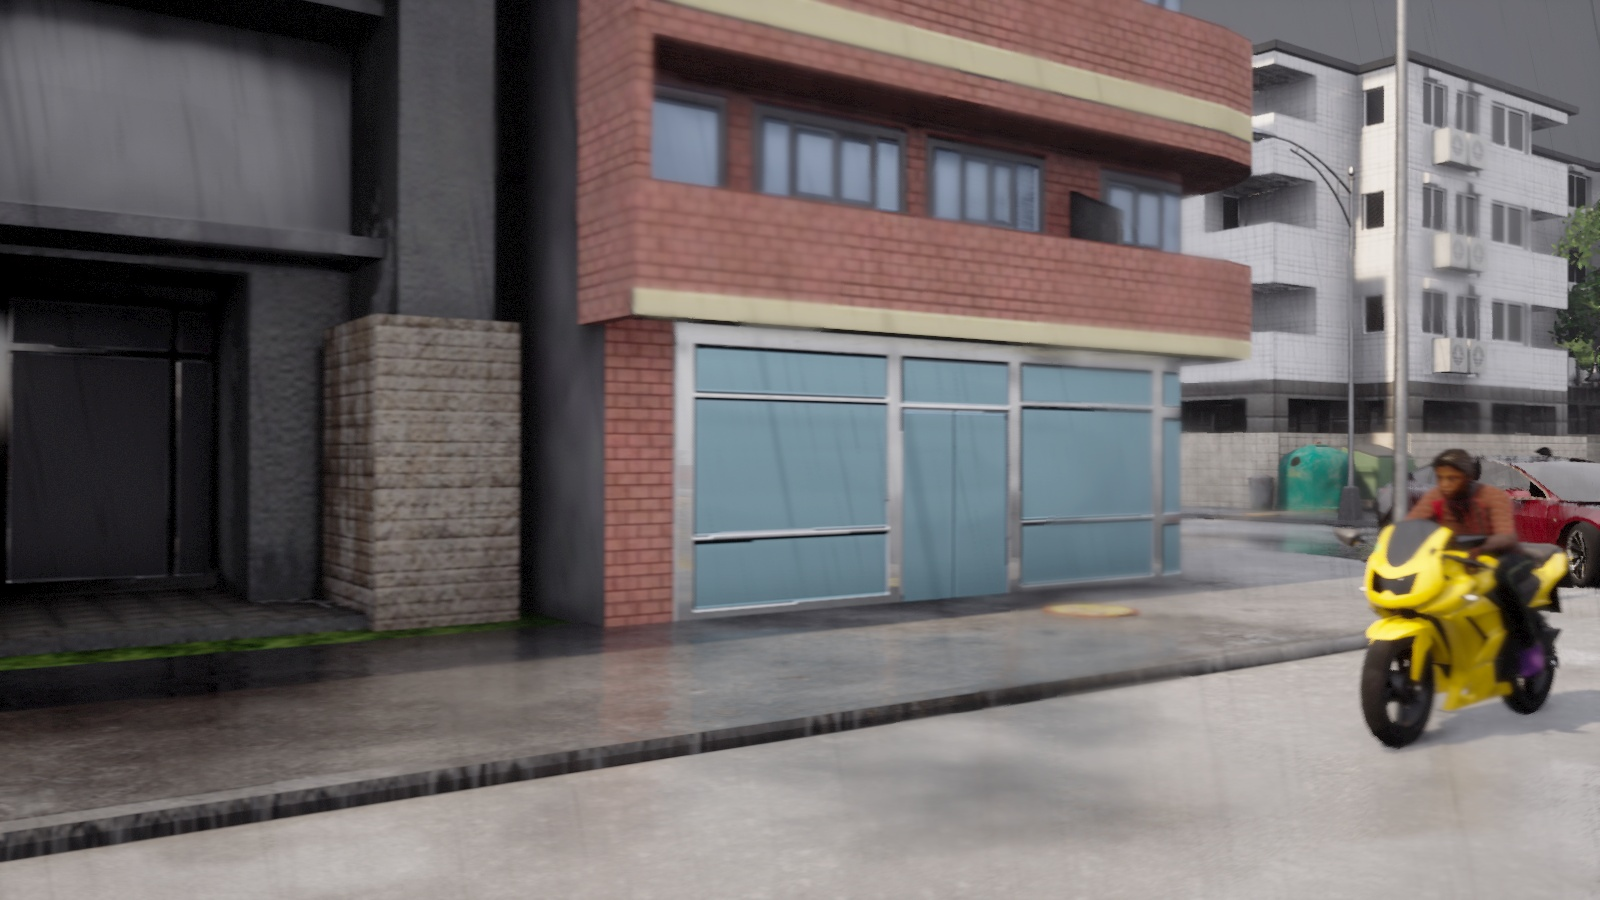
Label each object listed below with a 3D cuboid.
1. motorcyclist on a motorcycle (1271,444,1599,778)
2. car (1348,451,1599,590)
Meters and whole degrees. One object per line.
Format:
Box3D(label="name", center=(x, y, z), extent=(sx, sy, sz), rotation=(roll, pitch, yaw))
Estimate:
Box3D(label="motorcyclist on a motorcycle", center=(3.449, 0.736, 6.646), extent=(2.044, 1.523, 0.797), rotation=(0, 0, -36))
Box3D(label="car", center=(9.277, 0.765, 15.651), extent=(2.163, 1.488, 4.792), rotation=(0, 0, -10))
